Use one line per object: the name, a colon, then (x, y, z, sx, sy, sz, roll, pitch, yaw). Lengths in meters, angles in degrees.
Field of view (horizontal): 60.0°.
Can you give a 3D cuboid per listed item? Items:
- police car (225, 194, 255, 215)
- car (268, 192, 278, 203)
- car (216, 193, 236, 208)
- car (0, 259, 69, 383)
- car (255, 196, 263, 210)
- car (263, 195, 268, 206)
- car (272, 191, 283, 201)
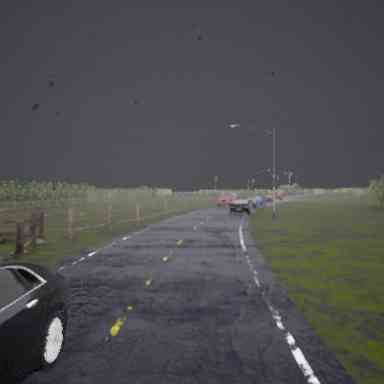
police car: (4.871, 1.363, 32.962, 1.930, 1.638, 5.238, 0, 0, 14)
car: (14.741, 1.318, 63.934, 1.882, 1.535, 5.008, 0, 0, 22)
car: (4.995, 1.113, 46.185, 2.150, 2.045, 5.566, 0, 0, 19)
car: (-2.703, 1.494, 2.887, 1.837, 1.490, 4.892, 0, 0, 2)
car: (7.484, 1.414, 42.343, 1.837, 1.490, 4.892, 0, 0, 18)
car: (9.377, 1.368, 47.940, 1.882, 1.535, 5.008, 0, 0, 20)
car: (18.897, 0.858, 74.356, 2.150, 2.045, 5.566, 0, 0, 22)
